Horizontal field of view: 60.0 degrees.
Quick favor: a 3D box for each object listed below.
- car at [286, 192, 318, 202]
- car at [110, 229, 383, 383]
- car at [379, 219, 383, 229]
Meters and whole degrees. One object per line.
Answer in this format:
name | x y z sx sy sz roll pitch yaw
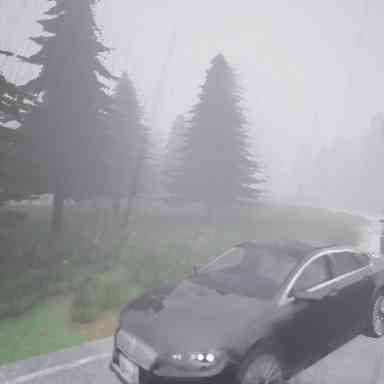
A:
car | 14.132 0.707 42.948 1.882 1.535 5.008 5 2 -17
car | 1.252 1.494 4.890 4.902 1.511 2.128 0 0 -40
car | 8.276 1.431 12.524 1.882 1.535 5.008 2 2 32
